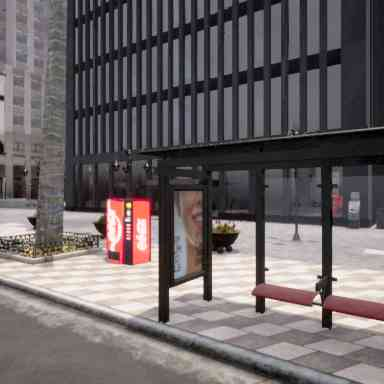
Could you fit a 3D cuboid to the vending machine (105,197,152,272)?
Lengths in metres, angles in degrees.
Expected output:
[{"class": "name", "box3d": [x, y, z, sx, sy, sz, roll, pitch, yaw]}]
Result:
[{"class": "vending machine", "box3d": [-1.909, 1.195, 10.028, 0.880, 2.100, 1.100, 0, 0, 36]}]
